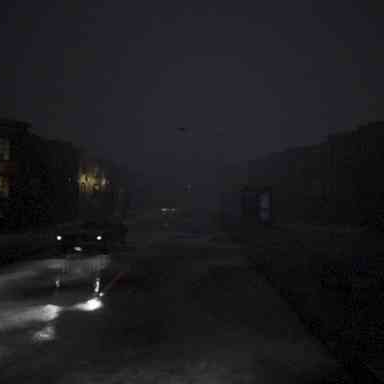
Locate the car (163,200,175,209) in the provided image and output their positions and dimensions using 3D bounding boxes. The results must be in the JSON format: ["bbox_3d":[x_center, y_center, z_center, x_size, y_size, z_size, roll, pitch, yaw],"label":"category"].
[{"bbox_3d":[-3.731,2.063,54.814,2.033,1.411,5.357,0,-1,1],"label":"car"}]

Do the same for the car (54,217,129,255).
[{"bbox_3d":[-4.022,1.742,14.029,1.895,1.301,4.718,0,-1,0],"label":"car"}]
